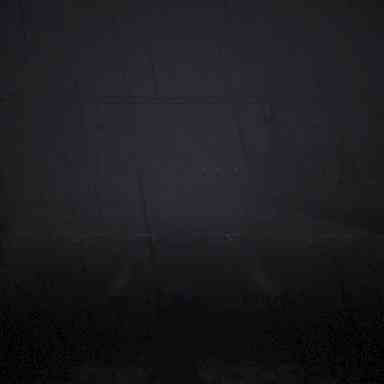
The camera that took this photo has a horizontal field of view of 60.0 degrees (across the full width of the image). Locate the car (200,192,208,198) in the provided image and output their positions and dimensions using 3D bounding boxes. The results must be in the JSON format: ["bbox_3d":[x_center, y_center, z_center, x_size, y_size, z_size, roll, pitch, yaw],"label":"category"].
[{"bbox_3d":[3.507,0.940,94.695,2.128,1.511,4.902,0,0,0],"label":"car"}]

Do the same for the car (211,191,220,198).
[{"bbox_3d":[7.007,0.965,95.057,1.994,1.385,4.181,0,0,0],"label":"car"}]

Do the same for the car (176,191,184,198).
[{"bbox_3d":[-3.493,0.642,94.574,2.150,2.045,5.566,0,0,0],"label":"car"}]

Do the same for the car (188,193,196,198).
[{"bbox_3d":[0.007,0.965,95.136,1.994,1.385,4.181,0,0,0],"label":"car"}]

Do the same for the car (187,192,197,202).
[{"bbox_3d":[0.004,1.078,64.737,1.882,1.535,5.008,0,0,0],"label":"car"}]

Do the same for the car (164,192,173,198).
[{"bbox_3d":[-6.993,0.956,94.569,2.033,1.411,5.357,0,0,0],"label":"car"}]
